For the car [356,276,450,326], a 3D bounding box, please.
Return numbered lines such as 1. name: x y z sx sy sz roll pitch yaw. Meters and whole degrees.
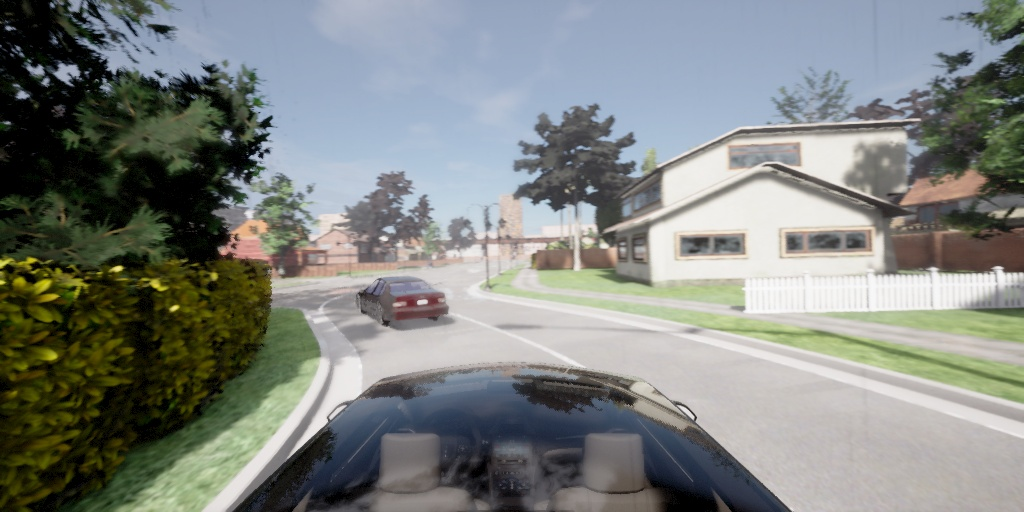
1. car: -3.954 1.403 12.339 2.033 1.411 5.357 -2 0 -34
